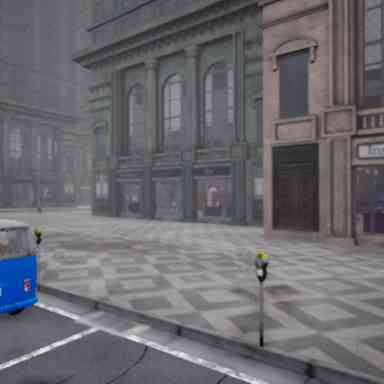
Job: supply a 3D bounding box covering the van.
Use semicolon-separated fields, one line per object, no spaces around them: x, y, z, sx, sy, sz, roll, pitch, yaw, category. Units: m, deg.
-4.596;1.343;6.252;3.998;1.788;1.690;0;0;35;van
